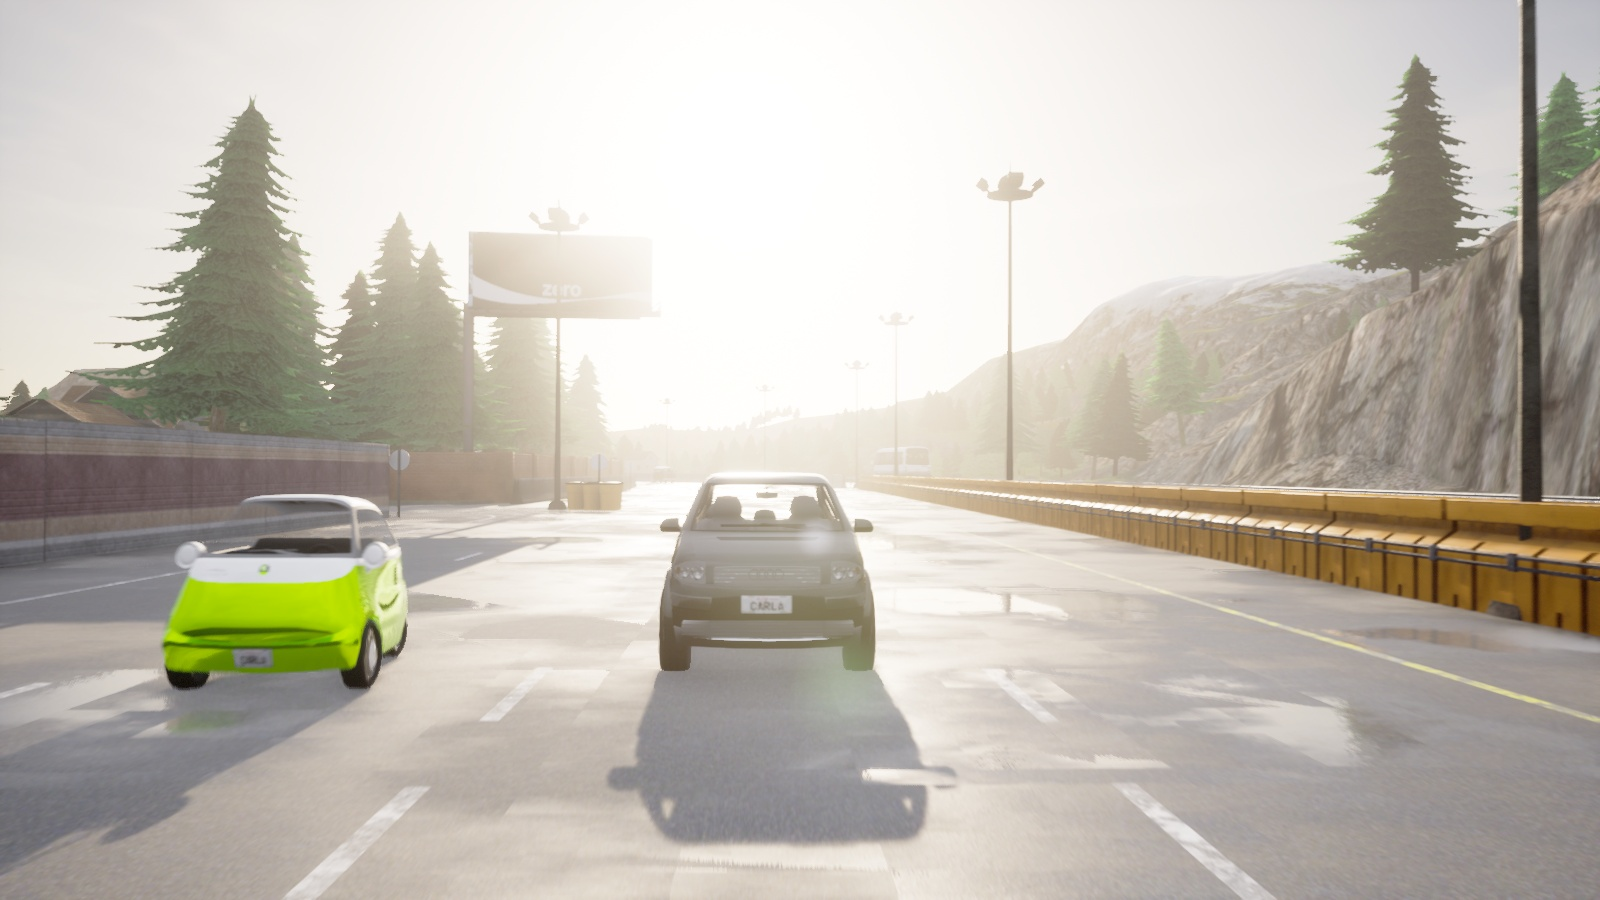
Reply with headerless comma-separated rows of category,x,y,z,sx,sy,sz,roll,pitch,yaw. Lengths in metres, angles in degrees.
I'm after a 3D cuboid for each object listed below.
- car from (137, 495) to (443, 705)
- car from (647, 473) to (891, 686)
car,-3.739,1.045,9.556,1.481,1.376,2.207,0,-2,-2
car,-0.292,0.980,11.071,1.789,1.549,3.705,0,-1,-2
